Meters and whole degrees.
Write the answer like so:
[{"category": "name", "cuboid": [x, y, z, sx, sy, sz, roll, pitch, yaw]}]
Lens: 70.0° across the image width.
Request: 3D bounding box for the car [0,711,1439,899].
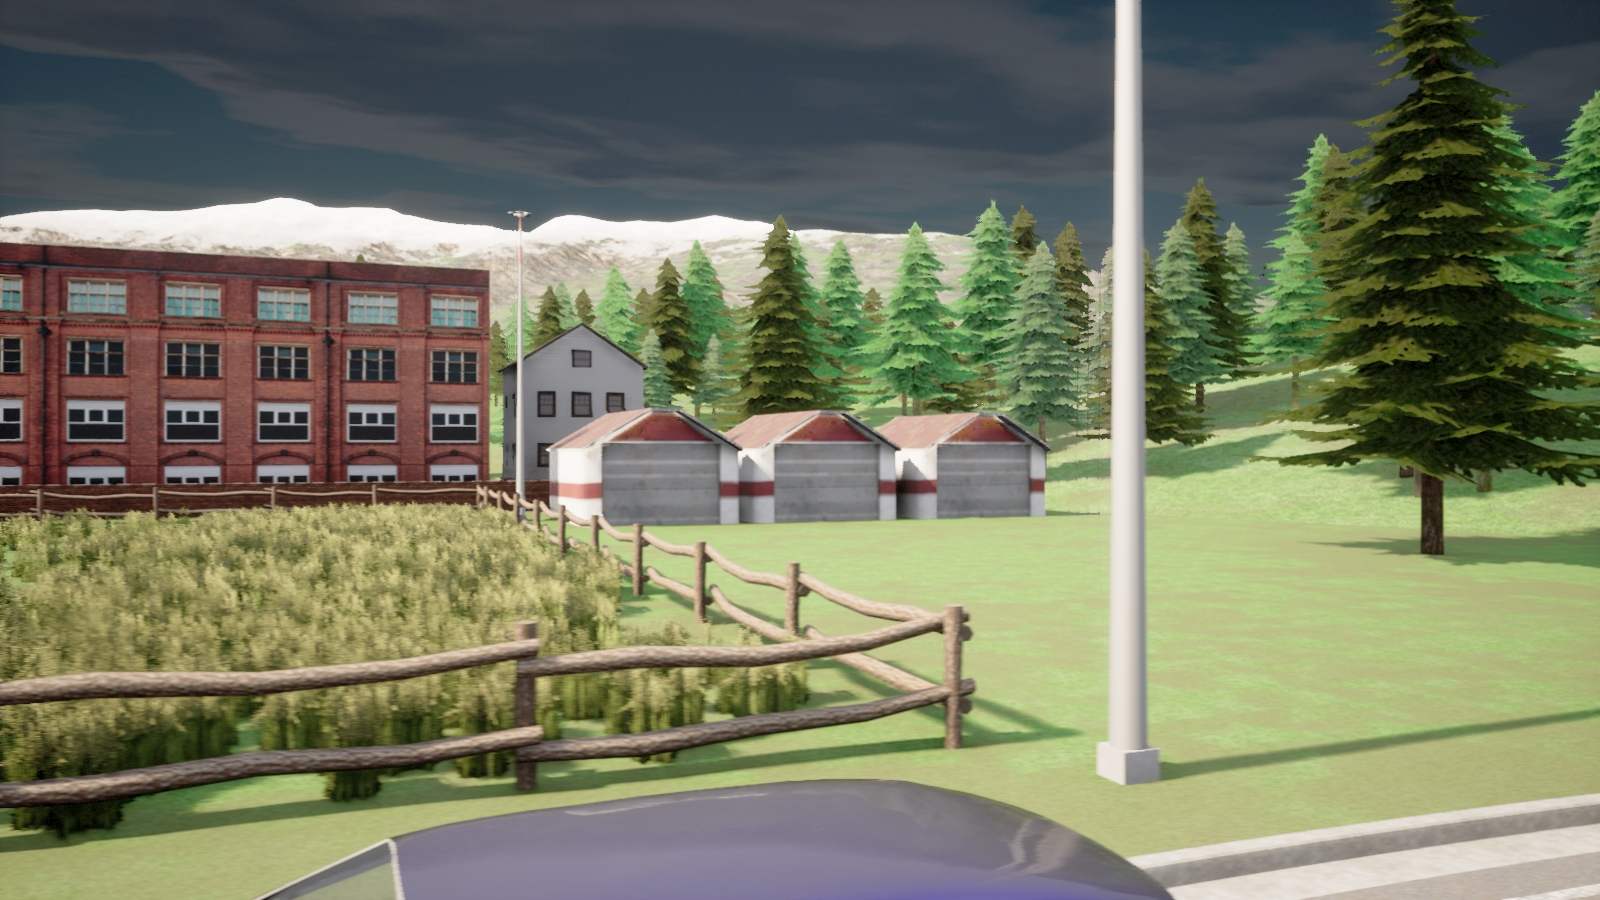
[{"category": "car", "cuboid": [-0.945, 1.967, 3.093, 4.611, 1.667, 2.242, 0, 0, -21]}]
